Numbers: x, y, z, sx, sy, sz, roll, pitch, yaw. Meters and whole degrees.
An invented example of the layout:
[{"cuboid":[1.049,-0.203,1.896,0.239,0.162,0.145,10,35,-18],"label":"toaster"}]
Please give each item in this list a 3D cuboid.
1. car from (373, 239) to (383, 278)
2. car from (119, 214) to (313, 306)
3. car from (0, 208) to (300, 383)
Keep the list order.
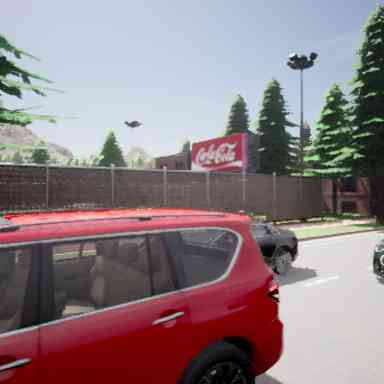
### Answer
[{"cuboid":[6.739,1.336,8.709,4.553,1.767,2.097,0,0,-35],"label":"car"},{"cuboid":[0.789,1.484,8.817,4.902,1.511,2.128,0,0,-35],"label":"car"},{"cuboid":[-1.608,1.222,2.838,5.566,2.045,2.150,0,0,-35],"label":"car"}]
